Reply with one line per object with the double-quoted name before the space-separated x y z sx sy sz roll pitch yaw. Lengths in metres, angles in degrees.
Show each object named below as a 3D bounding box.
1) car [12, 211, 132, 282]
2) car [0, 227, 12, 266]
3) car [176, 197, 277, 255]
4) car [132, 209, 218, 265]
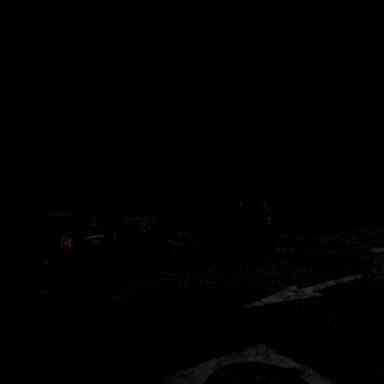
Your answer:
"car" -4.290 1.360 9.923 4.553 1.767 2.185 -1 0 34
"car" -6.798 1.362 8.208 4.553 1.767 2.185 -1 -1 34
"car" 0.579 1.234 13.461 5.566 2.045 2.435 -1 -1 35
"car" -1.856 1.487 11.702 4.892 1.521 2.231 -1 -1 34
